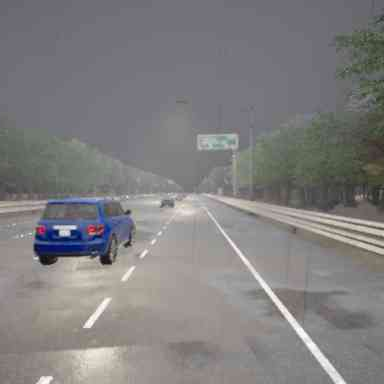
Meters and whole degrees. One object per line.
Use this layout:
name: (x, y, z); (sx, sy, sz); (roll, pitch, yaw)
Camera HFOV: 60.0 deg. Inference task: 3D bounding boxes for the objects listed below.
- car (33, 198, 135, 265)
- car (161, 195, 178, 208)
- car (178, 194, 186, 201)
car: (-3.500, 1.223, 11.841); (2.150, 2.045, 5.566); (0, 0, 0)
car: (-3.413, 1.488, 47.769); (1.837, 1.490, 4.892); (0, 0, 0)
car: (-3.283, 1.503, 82.973); (1.994, 1.385, 4.181); (0, 0, 0)
